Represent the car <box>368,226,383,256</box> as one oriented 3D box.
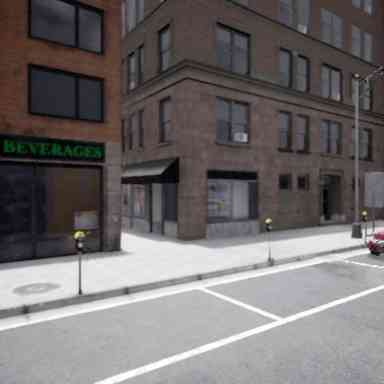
[{"bbox_3d":[8.013,1.569,11.911,4.206,1.307,1.802,0,0,-36],"label":"car"}]
